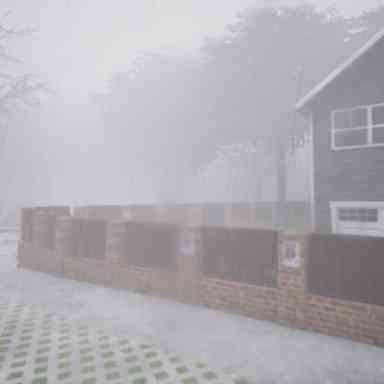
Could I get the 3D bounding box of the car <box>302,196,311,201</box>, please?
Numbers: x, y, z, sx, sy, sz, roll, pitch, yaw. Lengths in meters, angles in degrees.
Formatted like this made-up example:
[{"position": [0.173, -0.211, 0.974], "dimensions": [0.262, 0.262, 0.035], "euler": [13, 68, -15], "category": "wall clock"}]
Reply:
[{"position": [16.348, 1.625, 45.574], "dimensions": [2.150, 2.045, 5.566], "euler": [-1, -1, 44], "category": "car"}]
